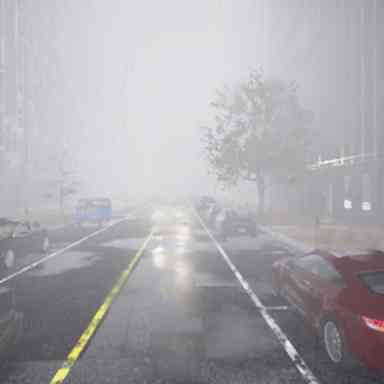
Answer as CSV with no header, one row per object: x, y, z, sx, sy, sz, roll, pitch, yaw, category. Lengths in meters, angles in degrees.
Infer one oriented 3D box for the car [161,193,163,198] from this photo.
-8.617,1.117,79.041,1.802,1.307,4.206,0,0,-2,car

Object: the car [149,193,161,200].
-8.403,1.122,73.351,1.887,1.381,4.507,0,0,-2,car

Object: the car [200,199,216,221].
1.897,1.413,22.465,2.008,1.369,4.403,0,0,-2,car

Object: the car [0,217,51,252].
-6.050,1.535,10.777,2.008,1.369,4.403,0,0,-2,car

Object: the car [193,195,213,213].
1.469,1.231,33.841,1.967,1.590,4.097,0,0,-2,car

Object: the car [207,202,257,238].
2.111,1.446,16.777,2.008,1.369,4.403,0,0,-2,car

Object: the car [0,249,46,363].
-3.023,1.557,1.970,2.033,1.411,5.357,0,0,-2,car

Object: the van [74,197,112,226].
-6.479,1.261,22.153,1.690,1.788,3.998,0,0,-2,van

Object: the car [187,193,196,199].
-0.242,1.043,79.348,1.947,1.339,4.313,0,0,-2,car

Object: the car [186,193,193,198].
-0.670,0.957,90.724,1.947,1.339,4.313,0,0,-2,car

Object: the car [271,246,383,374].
2.539,1.537,5.400,1.802,1.307,4.206,0,0,-2,car

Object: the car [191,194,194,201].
1.255,1.194,39.529,1.967,1.590,4.097,0,0,-2,car

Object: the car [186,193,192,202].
0.400,1.147,62.283,1.887,1.381,4.507,0,0,-2,car

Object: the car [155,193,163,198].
-9.045,0.993,90.417,1.887,1.381,4.507,0,0,-2,car
